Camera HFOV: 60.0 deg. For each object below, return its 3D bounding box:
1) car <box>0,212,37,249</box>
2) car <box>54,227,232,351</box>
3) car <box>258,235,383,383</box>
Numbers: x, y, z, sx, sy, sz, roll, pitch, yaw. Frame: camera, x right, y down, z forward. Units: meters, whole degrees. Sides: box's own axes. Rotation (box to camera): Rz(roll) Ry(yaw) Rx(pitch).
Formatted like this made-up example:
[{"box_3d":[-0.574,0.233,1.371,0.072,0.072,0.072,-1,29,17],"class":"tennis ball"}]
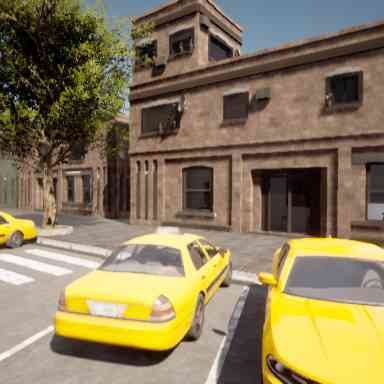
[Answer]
[{"box_3d":[-7.805,1.345,11.463,1.946,1.575,5.366,1,0,16],"class":"car"},{"box_3d":[-0.372,1.459,6.581,1.946,1.575,5.366,1,0,16],"class":"car"},{"box_3d":[2.036,1.468,4.674,2.097,1.535,5.008,1,0,15],"class":"car"}]
